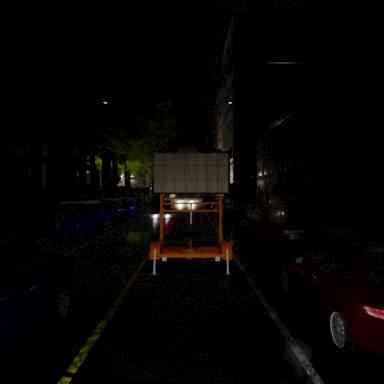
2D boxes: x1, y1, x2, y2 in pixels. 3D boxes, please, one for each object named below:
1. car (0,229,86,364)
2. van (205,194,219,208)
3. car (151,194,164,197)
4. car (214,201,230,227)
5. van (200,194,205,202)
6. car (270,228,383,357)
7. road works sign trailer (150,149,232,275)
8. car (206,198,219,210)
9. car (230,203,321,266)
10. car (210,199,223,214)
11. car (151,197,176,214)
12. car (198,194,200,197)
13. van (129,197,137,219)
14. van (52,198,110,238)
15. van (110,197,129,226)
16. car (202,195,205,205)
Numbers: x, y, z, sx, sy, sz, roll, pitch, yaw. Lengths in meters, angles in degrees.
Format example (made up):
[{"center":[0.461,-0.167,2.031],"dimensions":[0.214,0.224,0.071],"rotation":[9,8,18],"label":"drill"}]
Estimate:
[{"center":[-3.111,1.525,4.454],"dimensions":[1.812,1.442,4.674],"rotation":[0,0,0],"label":"car"},{"center":[2.738,1.308,39.790],"dimensions":[1.690,1.788,3.998],"rotation":[0,0,0],"label":"van"},{"center":[-5.836,1.252,56.705],"dimensions":[2.192,1.841,5.009],"rotation":[0,0,0],"label":"car"},{"center":[2.790,1.532,22.809],"dimensions":[1.887,1.381,4.507],"rotation":[0,0,0],"label":"car"},{"center":[2.688,1.278,56.771],"dimensions":[1.690,1.788,3.998],"rotation":[0,0,0],"label":"van"},{"center":[2.840,1.581,5.827],"dimensions":[1.802,1.307,4.206],"rotation":[0,0,0],"label":"car"},{"center":[-0.029,0.461,10.433],"dimensions":[2.380,3.560,2.880],"rotation":[0,0,0],"label":"road works sign trailer"},{"center":[2.756,1.556,34.130],"dimensions":[1.802,1.307,4.206],"rotation":[0,0,0],"label":"car"},{"center":[2.822,1.311,11.488],"dimensions":[2.192,1.841,5.009],"rotation":[0,0,0],"label":"car"},{"center":[2.773,1.564,28.469],"dimensions":[1.802,1.307,4.206],"rotation":[0,0,0],"label":"car"},{"center":[-3.104,1.520,35.453],"dimensions":[2.033,1.411,5.357],"rotation":[0,0,0],"label":"car"},{"center":[2.672,1.491,62.432],"dimensions":[1.947,1.339,4.313],"rotation":[0,0,0],"label":"car"},{"center":[-5.753,1.323,28.416],"dimensions":[1.690,1.788,3.998],"rotation":[0,0,0],"label":"van"},{"center":[-5.719,1.334,17.100],"dimensions":[1.690,1.788,3.998],"rotation":[0,0,0],"label":"van"},{"center":[-5.737,1.329,22.758],"dimensions":[1.690,1.788,3.998],"rotation":[0,0,0],"label":"van"},{"center":[2.722,1.502,45.451],"dimensions":[1.887,1.381,4.507],"rotation":[0,0,0],"label":"car"}]
